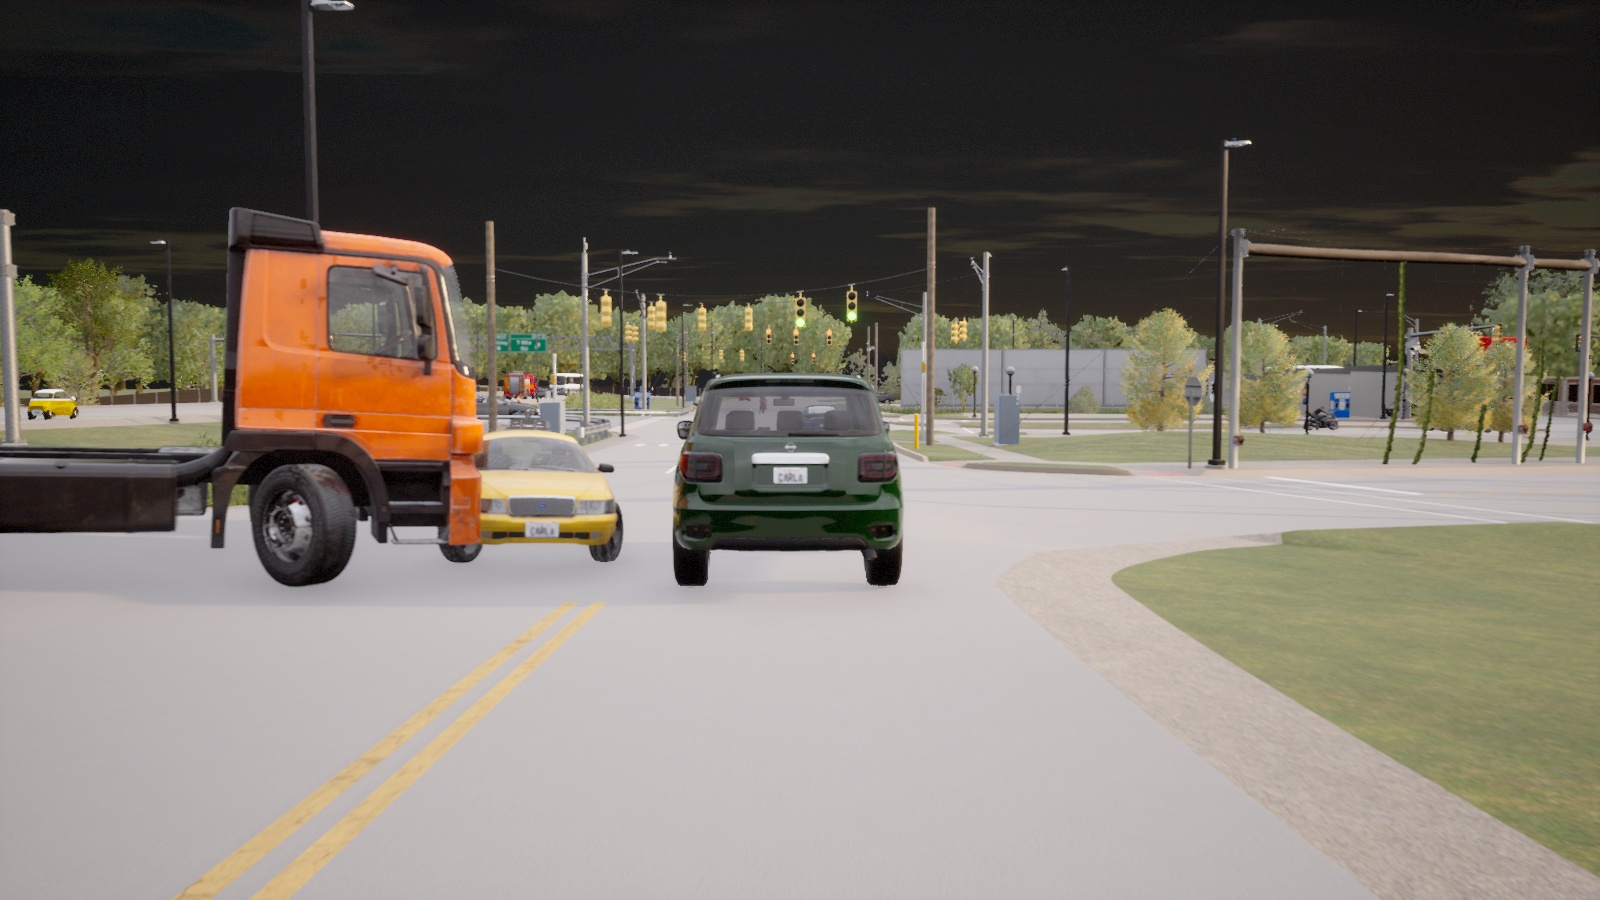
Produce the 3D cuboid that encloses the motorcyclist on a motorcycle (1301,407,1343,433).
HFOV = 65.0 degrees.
[{"bbox_3d":[31.690,-1.857,76.262,2.191,1.530,0.866,-1,4,-5],"label":"motorcyclist on a motorcycle"}]

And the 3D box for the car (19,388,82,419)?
[{"bbox_3d":[-33.707,-2.111,56.527,1.481,1.376,2.207,0,3,0],"label":"car"}]

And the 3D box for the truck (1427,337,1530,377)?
[{"bbox_3d":[44.515,-6.128,82.465,5.204,2.467,2.627,0,6,0],"label":"truck"}]

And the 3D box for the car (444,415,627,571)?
[{"bbox_3d":[-3.417,0.393,15.485,1.801,1.575,5.366,2,1,-16],"label":"car"}]

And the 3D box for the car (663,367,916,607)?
[{"bbox_3d":[-0.171,0.247,13.505,2.150,2.045,5.566,0,1,-2],"label":"car"}]

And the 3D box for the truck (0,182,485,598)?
[{"bbox_3d":[-7.290,-0.573,11.754,7.936,3.462,2.891,1,3,-24],"label":"truck"}]

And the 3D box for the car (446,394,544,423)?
[{"bbox_3d":[-17.023,-2.335,70.241,4.902,1.511,2.128,0,3,2],"label":"car"}]
